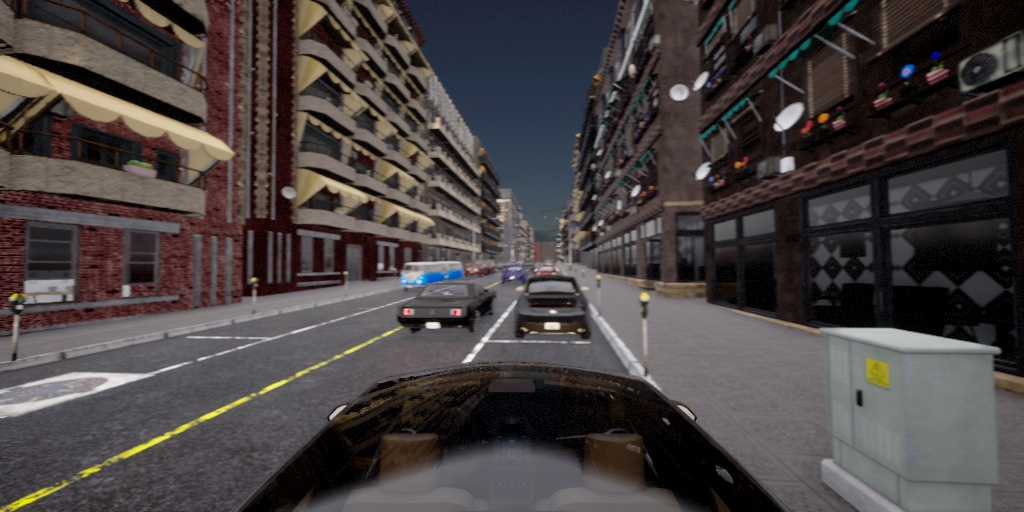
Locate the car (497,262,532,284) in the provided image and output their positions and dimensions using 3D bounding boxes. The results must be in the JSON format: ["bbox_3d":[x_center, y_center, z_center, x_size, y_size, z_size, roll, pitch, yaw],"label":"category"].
[{"bbox_3d":[0.286,1.432,28.539,1.812,1.442,4.674,-1,0,6],"label":"car"}]

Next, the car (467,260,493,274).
[{"bbox_3d":[-3.892,1.354,39.650,2.192,1.841,5.009,0,0,7],"label":"car"}]

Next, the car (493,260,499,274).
[{"bbox_3d":[-3.269,1.386,45.144,2.192,1.841,5.009,0,0,7],"label":"car"}]

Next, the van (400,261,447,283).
[{"bbox_3d":[-5.763,1.290,23.164,1.690,1.789,3.998,0,0,7],"label":"van"}]

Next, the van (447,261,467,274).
[{"bbox_3d":[-5.139,1.319,28.660,1.690,1.789,3.998,0,0,7],"label":"van"}]

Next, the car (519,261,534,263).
[{"bbox_3d":[2.195,1.513,46.251,1.837,1.490,4.892,-1,0,6],"label":"car"}]

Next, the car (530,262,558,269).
[{"bbox_3d":[2.686,1.414,27.711,1.888,1.381,4.507,0,0,7],"label":"car"}]

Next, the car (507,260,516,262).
[{"bbox_3d":[-0.310,1.605,48.572,2.033,1.411,5.357,-1,0,7],"label":"car"}]

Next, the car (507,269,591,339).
[{"bbox_3d":[1.144,1.286,10.206,1.837,1.490,4.892,-1,0,6],"label":"car"}]

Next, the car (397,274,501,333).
[{"bbox_3d":[-1.696,1.425,11.052,1.895,1.301,4.718,-1,0,6],"label":"car"}]

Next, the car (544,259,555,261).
[{"bbox_3d":[3.940,1.370,38.701,1.967,1.591,4.097,0,0,7],"label":"car"}]
